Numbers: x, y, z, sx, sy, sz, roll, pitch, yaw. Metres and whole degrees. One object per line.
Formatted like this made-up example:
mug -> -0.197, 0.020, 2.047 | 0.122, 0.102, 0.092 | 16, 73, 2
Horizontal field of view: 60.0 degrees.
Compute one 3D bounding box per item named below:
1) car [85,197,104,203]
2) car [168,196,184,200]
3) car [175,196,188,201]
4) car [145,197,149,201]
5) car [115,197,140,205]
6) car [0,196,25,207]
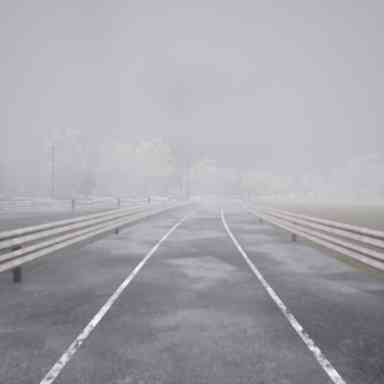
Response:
car -> -17.588, 1.628, 60.474 | 1.994, 1.385, 4.181 | 0, 0, 17
car -> -4.241, 1.730, 79.351 | 1.837, 1.490, 4.892 | 0, 0, 19
car -> -2.988, 1.866, 93.912 | 2.128, 1.511, 4.902 | 0, 0, 19
car -> -10.211, 1.821, 83.590 | 1.994, 1.385, 4.181 | 0, 0, 19
car -> -10.887, 1.591, 58.619 | 2.033, 1.411, 5.357 | 0, 0, 17
car -> -20.686, 1.228, 36.554 | 2.097, 1.767, 4.553 | 0, 0, 15
